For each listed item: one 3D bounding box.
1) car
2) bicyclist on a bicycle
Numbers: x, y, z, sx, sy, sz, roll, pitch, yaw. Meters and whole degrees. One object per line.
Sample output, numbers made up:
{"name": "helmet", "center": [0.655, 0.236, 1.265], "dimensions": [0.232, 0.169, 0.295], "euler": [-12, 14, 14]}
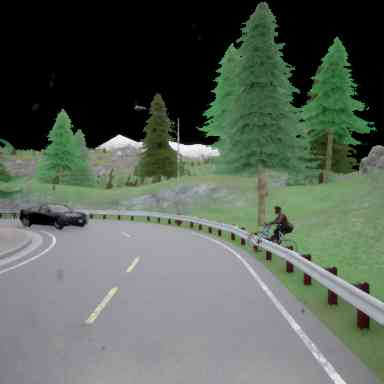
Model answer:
{"name": "car", "center": [-8.721, 1.477, 20.990], "dimensions": [5.008, 1.535, 1.882], "euler": [0, -1, 31]}
{"name": "bicyclist on a bicycle", "center": [2.738, 1.291, 10.767], "dimensions": [1.656, 1.620, 0.582], "euler": [16, -2, 1]}
